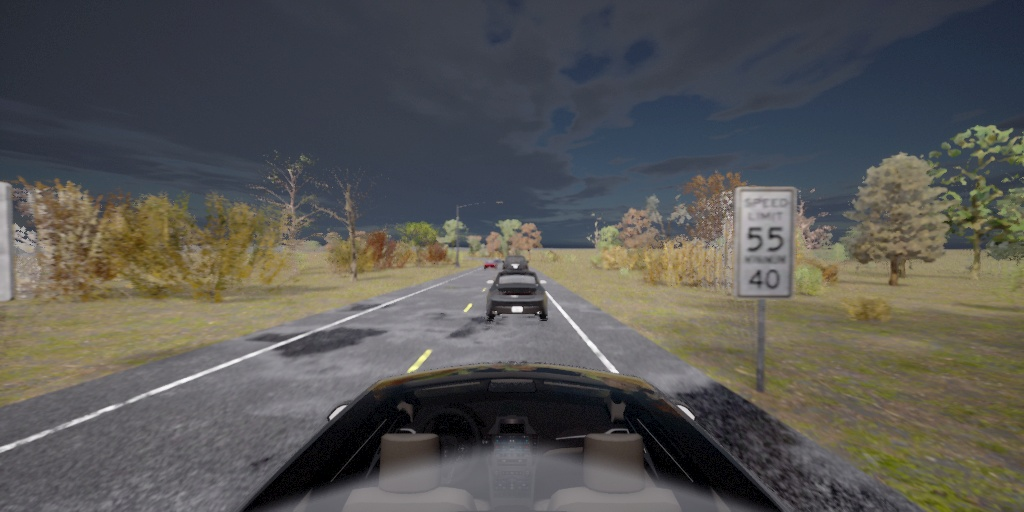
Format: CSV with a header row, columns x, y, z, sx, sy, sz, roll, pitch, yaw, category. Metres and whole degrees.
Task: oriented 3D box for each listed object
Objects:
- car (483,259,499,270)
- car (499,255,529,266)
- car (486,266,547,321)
x,y,z,sx,sy,sz,roll,pitch,yaw,category
-3.226,1.358,54.014,1.895,1.301,4.718,0,0,1,car
0.288,0.968,31.185,2.150,2.045,5.566,0,0,0,car
0.162,1.251,12.485,1.837,1.490,4.892,0,0,0,car
